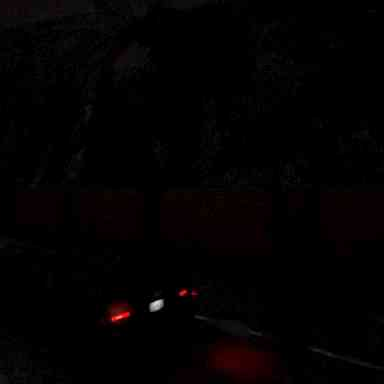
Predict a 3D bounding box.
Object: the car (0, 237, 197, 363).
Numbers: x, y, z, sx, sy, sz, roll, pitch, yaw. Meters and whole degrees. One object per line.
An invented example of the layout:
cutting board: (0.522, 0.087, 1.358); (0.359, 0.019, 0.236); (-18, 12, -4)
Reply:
car: (-2.477, 1.556, 5.938); (5.357, 1.411, 2.033); (0, 0, 37)
